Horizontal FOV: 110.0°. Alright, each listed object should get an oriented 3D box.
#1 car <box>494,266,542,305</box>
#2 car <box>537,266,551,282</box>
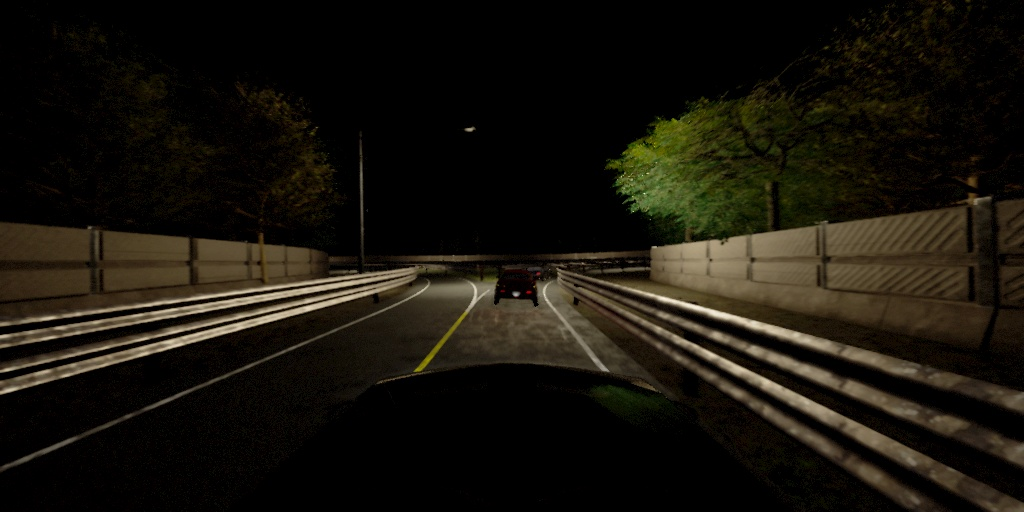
[{"bbox_3d":[0.234,1.344,16.457,1.812,1.442,4.674,2,-1,2],"label":"car"},{"bbox_3d":[2.423,1.670,34.405,2.033,1.411,5.357,-1,-1,15],"label":"car"}]
